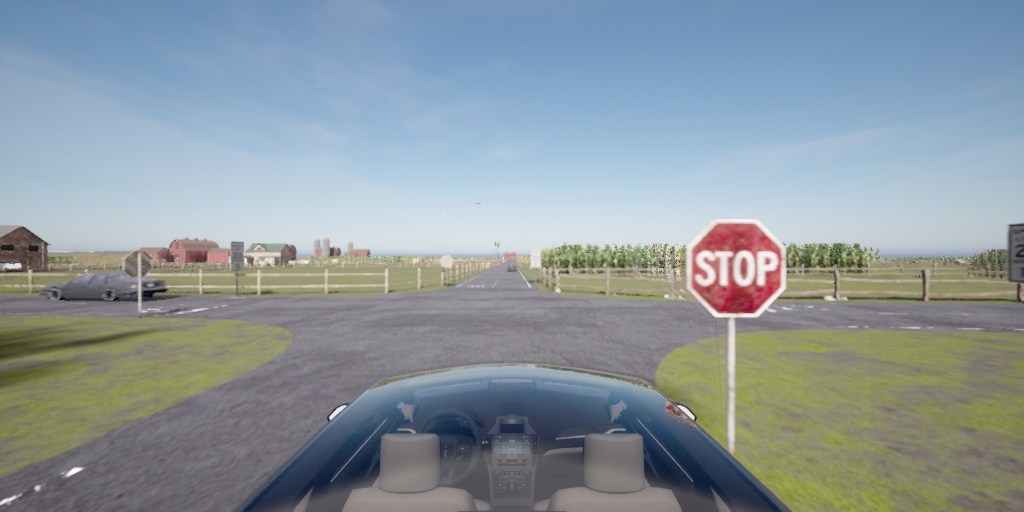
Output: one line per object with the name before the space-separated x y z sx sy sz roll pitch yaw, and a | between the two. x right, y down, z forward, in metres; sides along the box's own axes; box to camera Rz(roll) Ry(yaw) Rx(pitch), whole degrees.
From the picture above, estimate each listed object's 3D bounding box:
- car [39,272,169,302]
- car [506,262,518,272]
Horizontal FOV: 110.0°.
car | -20.684 1.529 18.304 5.357 1.411 2.033 0 0 5
car | -0.020 1.941 61.416 2.128 1.511 4.902 0 -1 0
